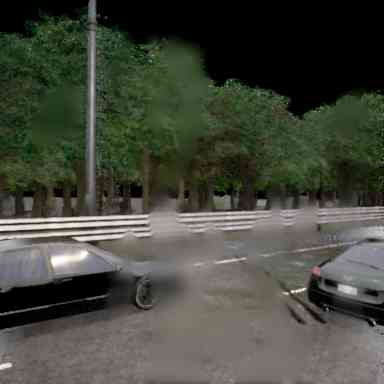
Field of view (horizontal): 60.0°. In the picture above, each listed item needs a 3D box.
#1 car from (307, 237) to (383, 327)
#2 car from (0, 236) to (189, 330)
[{"bbox_3d":[4.264,1.640,6.789,4.181,1.385,1.994,1,0,-36],"label":"car"},{"bbox_3d":[-2.675,1.561,6.138,5.357,1.411,2.033,1,0,-35],"label":"car"}]
